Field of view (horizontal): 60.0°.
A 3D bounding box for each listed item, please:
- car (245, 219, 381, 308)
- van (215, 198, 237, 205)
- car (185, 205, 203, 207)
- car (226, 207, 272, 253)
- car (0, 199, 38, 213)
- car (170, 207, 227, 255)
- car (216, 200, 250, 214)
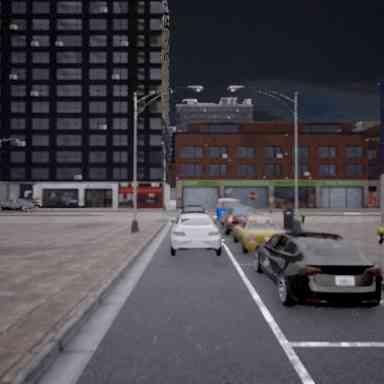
[{"bbox_3d":[2.644,1.572,7.822,1.947,1.339,4.313,0,0,0],"label":"car"},{"bbox_3d":[2.648,1.375,24.245,1.690,1.788,3.998,0,0,0],"label":"van"},{"bbox_3d":[0.115,1.579,22.958,2.033,1.411,5.357,0,0,1],"label":"car"},{"bbox_3d":[2.645,1.540,13.466,1.752,1.417,4.829,0,0,0],"label":"car"},{"bbox_3d":[-20.049,1.533,37.725,4.902,1.511,2.128,0,0,0],"label":"car"},{"bbox_3d":[0.109,1.540,13.251,1.812,1.442,4.674,0,0,-1],"label":"car"},{"bbox_3d":[2.646,1.464,18.770,1.967,1.590,4.097,0,0,0],"label":"car"}]
